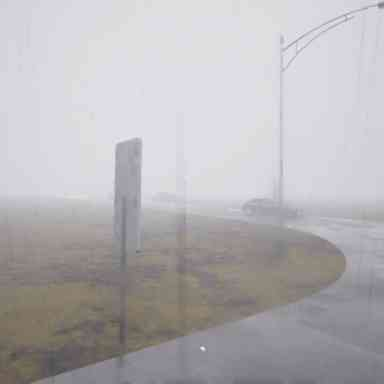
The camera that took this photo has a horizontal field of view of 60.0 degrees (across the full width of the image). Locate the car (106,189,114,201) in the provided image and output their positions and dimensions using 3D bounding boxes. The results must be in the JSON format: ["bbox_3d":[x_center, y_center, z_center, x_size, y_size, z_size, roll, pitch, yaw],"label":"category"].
[{"bbox_3d":[-9.934,0.384,45.329,2.097,1.767,4.553,2,0,-35],"label":"car"}]

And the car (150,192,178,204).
[{"bbox_3d":[-3.643,0.753,42.623,1.837,1.490,4.892,2,0,-35],"label":"car"}]

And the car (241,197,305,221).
[{"bbox_3d":[5.577,1.150,23.334,1.837,1.490,4.892,2,0,-35],"label":"car"}]
